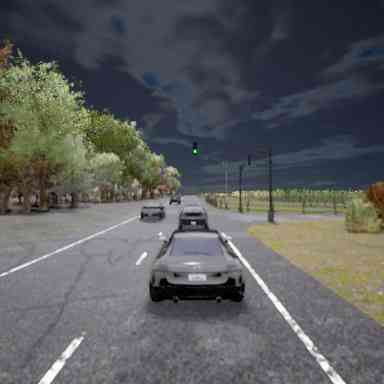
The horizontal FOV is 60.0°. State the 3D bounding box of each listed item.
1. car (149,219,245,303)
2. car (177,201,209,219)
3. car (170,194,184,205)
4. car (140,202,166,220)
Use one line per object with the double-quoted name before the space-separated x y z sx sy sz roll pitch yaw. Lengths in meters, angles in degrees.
"car" 0.098 1.609 8.349 1.994 1.385 4.181 0 0 0
"car" 0.086 1.626 22.578 1.837 1.490 4.892 0 0 0
"car" -3.445 1.575 69.549 2.150 2.045 5.566 0 -1 0
"car" -3.418 1.651 29.784 2.128 1.511 4.902 0 0 0
